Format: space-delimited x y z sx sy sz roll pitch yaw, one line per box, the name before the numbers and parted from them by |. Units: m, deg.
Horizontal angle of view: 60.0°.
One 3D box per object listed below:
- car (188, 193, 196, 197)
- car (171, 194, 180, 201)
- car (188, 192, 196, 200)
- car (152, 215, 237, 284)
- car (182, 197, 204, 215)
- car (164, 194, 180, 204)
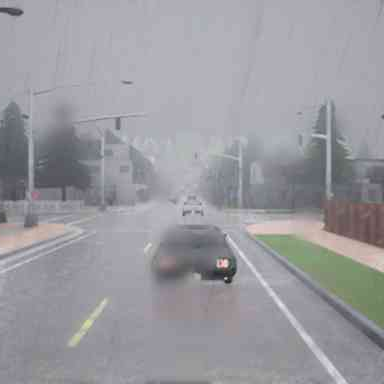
car | -0.011 1.166 71.954 1.882 1.535 5.008 0 0 0
car | -3.511 1.191 71.360 1.837 1.490 4.892 0 0 0
car | -0.012 0.983 82.220 2.097 1.767 4.553 0 0 0
car | 0.067 1.560 9.435 1.895 1.301 4.718 0 0 0
car | 0.086 1.462 31.000 1.895 1.301 4.718 0 0 0
car | -3.569 1.237 55.745 1.882 1.535 5.008 0 0 0
